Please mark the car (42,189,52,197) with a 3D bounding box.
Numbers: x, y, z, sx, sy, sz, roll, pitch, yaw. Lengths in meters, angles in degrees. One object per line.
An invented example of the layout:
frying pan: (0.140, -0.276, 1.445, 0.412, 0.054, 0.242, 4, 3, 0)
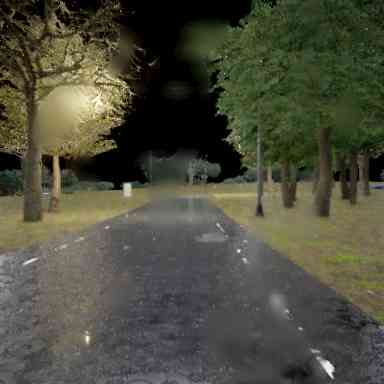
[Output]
car: (-37.537, 0.353, 85.672, 5.566, 2.045, 2.150, -1, -1, 0)
